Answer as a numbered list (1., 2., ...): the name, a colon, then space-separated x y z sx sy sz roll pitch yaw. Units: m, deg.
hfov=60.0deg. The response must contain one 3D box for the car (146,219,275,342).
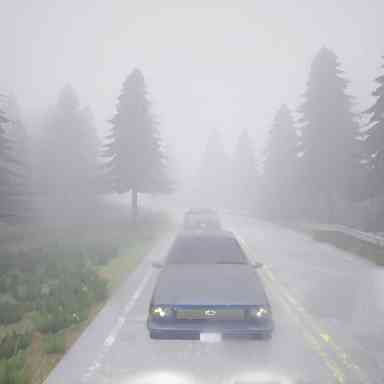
1. car: 0.308 1.558 7.103 2.033 1.411 5.357 0 0 1

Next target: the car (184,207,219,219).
1. car: 0.530 1.584 19.584 1.994 1.385 4.181 0 0 -2
